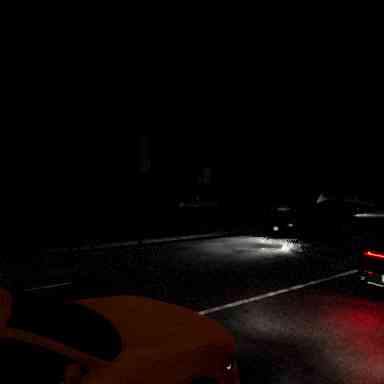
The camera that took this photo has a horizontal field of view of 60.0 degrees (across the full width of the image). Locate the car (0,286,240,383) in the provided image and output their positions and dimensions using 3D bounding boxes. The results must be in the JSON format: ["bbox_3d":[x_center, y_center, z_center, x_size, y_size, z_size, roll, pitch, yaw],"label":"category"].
[{"bbox_3d":[-1.837,1.478,2.419,5.008,1.535,1.882,0,0,-36],"label":"car"}]

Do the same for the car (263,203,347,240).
[{"bbox_3d":[5.495,1.490,16.517,4.181,1.385,1.994,-1,0,-35],"label":"car"}]

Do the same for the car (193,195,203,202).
[{"bbox_3d":[0.129,1.309,67.003,1.895,1.301,4.718,-1,0,-39],"label":"car"}]

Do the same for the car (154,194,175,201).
[{"bbox_3d":[-6.220,1.238,74.781,2.128,1.511,4.902,-1,0,-38],"label":"car"}]

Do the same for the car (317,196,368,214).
[{"bbox_3d":[14.048,1.351,31.879,1.994,1.385,4.181,-1,0,-32],"label":"car"}]

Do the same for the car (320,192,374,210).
[{"bbox_3d":[16.230,0.974,35.513,2.150,2.045,5.566,-1,0,-39],"label":"car"}]

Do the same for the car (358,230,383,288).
[{"bbox_3d":[5.869,1.468,7.951,4.892,1.490,1.837,0,0,-36],"label":"car"}]

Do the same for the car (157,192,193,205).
[{"bbox_3d":[-2.789,1.020,53.560,2.150,2.045,5.566,-1,0,-39],"label":"car"}]
